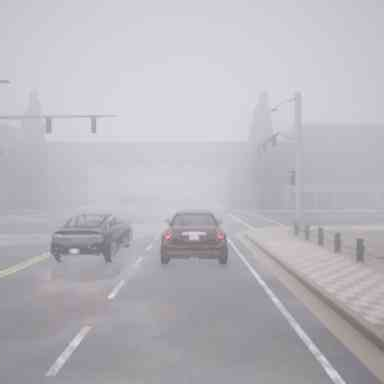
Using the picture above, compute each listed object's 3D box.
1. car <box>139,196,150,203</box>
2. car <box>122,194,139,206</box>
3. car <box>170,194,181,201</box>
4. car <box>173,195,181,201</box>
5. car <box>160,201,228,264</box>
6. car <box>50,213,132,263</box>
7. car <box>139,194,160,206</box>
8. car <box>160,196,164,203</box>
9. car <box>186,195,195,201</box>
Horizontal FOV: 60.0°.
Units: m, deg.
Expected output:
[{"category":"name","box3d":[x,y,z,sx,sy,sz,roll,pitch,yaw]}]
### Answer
[{"category":"car","box3d":[-10.966,1.739,76.542,1.994,1.385,4.181,0,0,0]},{"category":"car","box3d":[-11.104,1.370,60.263,2.150,2.045,5.566,0,0,1]},{"category":"car","box3d":[-3.953,1.418,78.472,2.150,2.045,5.566,0,0,0]},{"category":"car","box3d":[-3.887,1.661,88.128,1.812,1.442,4.674,0,0,0]},{"category":"car","box3d":[0.076,1.383,12.038,2.097,1.767,4.553,0,0,0]},{"category":"car","box3d":[-3.424,1.522,12.130,2.128,1.511,4.902,0,0,0]},{"category":"car","box3d":[-7.608,1.370,60.296,2.150,2.045,5.566,0,0,1]},{"category":"car","box3d":[-7.465,1.724,76.640,2.033,1.411,5.357,0,0,0]},{"category":"car","box3d":[-0.446,1.552,79.501,2.097,1.767,4.553,0,0,0]}]
